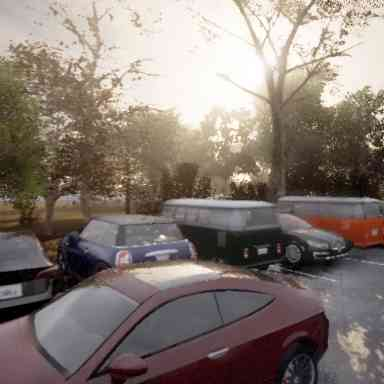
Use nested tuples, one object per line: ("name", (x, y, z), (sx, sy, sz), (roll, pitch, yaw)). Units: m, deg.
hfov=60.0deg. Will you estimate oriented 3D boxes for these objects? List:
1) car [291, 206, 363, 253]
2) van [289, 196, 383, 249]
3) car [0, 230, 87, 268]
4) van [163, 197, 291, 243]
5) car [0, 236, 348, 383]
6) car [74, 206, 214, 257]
("car", (2.878, 1.425, 11.640), (2.231, 1.521, 4.892), (0, 0, -35))
("van", (5.115, 1.180, 13.367), (1.878, 1.987, 4.442), (0, 0, -35))
("car", (-4.036, 1.507, 6.749), (2.163, 1.488, 4.792), (-1, 0, -35))
("van", (0.511, 1.216, 10.092), (1.878, 1.987, 4.442), (-1, 0, -35))
("car", (-0.496, 1.518, 3.332), (4.674, 1.442, 1.812), (-1, 1, -35))
("car", (-1.803, 1.334, 8.262), (2.185, 1.767, 4.553), (0, 0, -35))
